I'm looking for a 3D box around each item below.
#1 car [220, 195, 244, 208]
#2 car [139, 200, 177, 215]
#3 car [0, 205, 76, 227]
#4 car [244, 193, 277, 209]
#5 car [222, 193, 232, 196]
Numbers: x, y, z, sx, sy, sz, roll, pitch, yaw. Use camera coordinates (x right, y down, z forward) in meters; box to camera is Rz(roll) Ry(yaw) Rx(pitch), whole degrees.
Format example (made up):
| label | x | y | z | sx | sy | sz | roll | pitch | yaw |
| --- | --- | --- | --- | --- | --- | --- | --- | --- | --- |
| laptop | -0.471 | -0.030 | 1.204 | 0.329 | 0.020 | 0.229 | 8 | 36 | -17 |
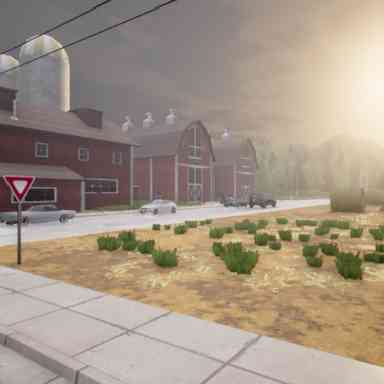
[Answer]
| label | x | y | z | sx | sy | sz | roll | pitch | yaw |
| --- | --- | --- | --- | --- | --- | --- | --- | --- | --- |
| car | 6.306 | 1.573 | 47.312 | 1.994 | 1.385 | 4.181 | 0 | 0 | 35 |
| car | -3.313 | 1.499 | 33.498 | 1.812 | 1.442 | 4.674 | 0 | 0 | 34 |
| car | -10.576 | 1.573 | 23.002 | 1.895 | 1.301 | 4.718 | 0 | 0 | 35 |
| car | 9.788 | 1.194 | 46.099 | 2.150 | 2.045 | 5.566 | 0 | 0 | 36 |
| car | 5.845 | 1.117 | 53.980 | 1.905 | 1.878 | 3.866 | 6 | 1 | -8 |
